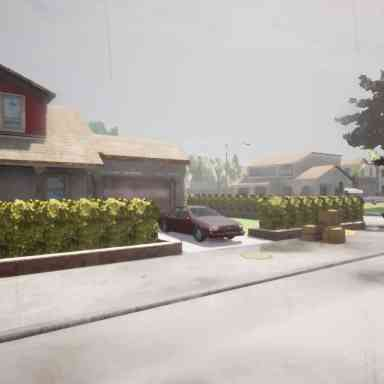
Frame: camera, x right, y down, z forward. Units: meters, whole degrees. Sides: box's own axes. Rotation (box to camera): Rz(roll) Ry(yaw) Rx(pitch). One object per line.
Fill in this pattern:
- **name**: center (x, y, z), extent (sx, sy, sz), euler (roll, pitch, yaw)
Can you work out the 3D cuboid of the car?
- **car**: center (0.086, 1.356, 15.477), extent (2.033, 1.415, 5.357), euler (0, 0, -33)
